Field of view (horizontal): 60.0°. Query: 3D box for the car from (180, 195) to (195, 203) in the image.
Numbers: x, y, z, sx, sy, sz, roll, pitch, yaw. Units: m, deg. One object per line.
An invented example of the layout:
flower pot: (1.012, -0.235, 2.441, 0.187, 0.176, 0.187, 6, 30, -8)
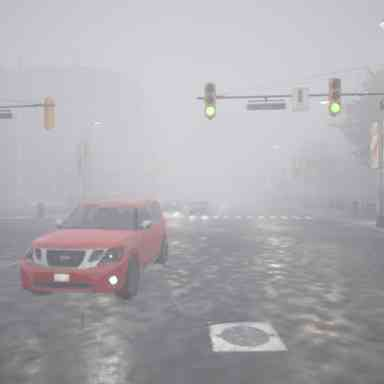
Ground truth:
car: (-0.901, 1.503, 68.541, 2.128, 1.511, 4.902, 0, 0, -13)

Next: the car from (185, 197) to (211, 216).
car: (0.875, 1.547, 33.212, 2.033, 1.411, 5.357, 0, 0, 7)

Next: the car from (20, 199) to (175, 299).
car: (-2.082, 1.228, 8.903, 2.150, 2.045, 5.566, 0, 0, 7)

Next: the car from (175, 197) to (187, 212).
car: (-2.150, 1.563, 38.249, 1.994, 1.385, 4.181, 0, 0, 7)

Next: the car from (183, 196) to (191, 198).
car: (-0.471, 1.525, 52.771, 1.812, 1.442, 4.674, 0, 0, 6)
